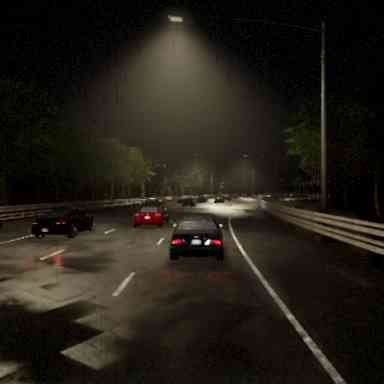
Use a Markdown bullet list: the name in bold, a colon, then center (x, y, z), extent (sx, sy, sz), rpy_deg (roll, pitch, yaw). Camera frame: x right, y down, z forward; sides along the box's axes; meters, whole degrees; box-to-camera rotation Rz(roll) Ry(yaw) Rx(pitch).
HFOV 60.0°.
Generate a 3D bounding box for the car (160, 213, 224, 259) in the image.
- **car**: center (0.211, 1.591, 12.703), extent (2.033, 1.411, 5.357), rpy_deg (0, 0, 2)

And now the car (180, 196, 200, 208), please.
- **car**: center (-0.269, 1.671, 52.248), extent (1.837, 1.490, 4.892), rpy_deg (0, 0, 7)

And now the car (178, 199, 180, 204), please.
- **car**: center (-1.620, 1.771, 69.029), extent (1.895, 1.301, 4.718), rpy_deg (0, 0, 9)

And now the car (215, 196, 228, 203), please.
- **car**: center (6.028, 1.738, 72.186), extent (1.994, 1.385, 4.181), rpy_deg (0, 0, 9)

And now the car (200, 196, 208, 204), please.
- **car**: center (2.215, 1.534, 70.526), extent (2.097, 1.767, 4.553), rpy_deg (0, 0, 9)

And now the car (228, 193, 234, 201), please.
- **car**: center (9.678, 1.753, 91.446), extent (1.994, 1.385, 4.181), rpy_deg (0, 0, 12)

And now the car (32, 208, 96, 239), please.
- **car**: center (-6.583, 1.571, 17.468), extent (1.812, 1.442, 4.674), rpy_deg (0, 0, 3)

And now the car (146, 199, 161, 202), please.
- **car**: center (-4.863, 1.621, 42.347), extent (2.128, 1.511, 4.902), rpy_deg (0, 0, 6)

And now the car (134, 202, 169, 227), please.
- **car**: center (-2.767, 1.637, 23.464), extent (1.994, 1.385, 4.181), rpy_deg (0, 0, 3)
